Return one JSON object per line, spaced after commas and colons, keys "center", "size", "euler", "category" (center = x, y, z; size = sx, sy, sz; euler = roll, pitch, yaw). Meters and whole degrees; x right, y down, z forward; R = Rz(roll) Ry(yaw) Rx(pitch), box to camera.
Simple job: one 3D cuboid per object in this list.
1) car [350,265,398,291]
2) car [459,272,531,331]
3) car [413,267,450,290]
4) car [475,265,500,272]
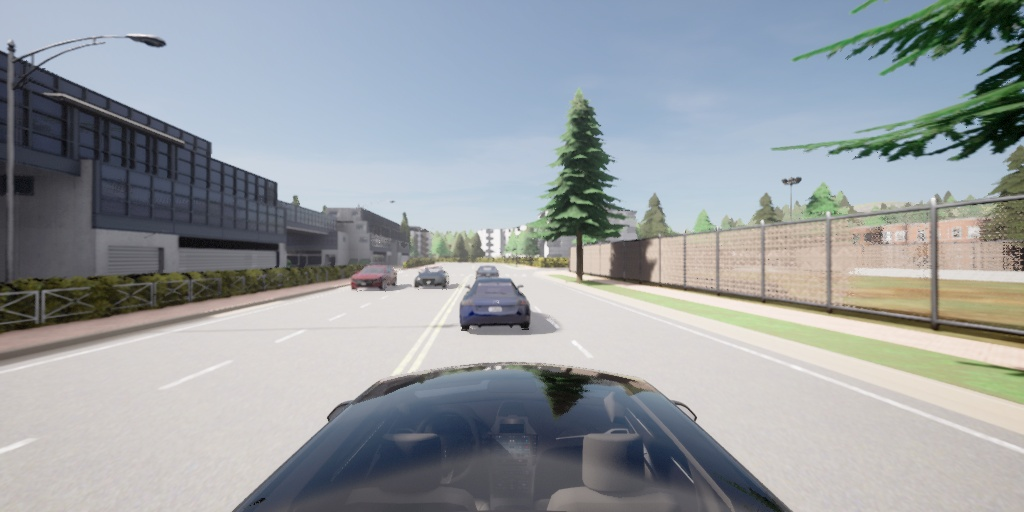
{"center": [-8.692, 1.341, 22.989], "size": [1.882, 1.535, 5.008], "euler": [0, 0, -5], "category": "car"}
{"center": [-0.558, 1.363, 11.331], "size": [1.994, 1.385, 4.181], "euler": [0, 0, -4], "category": "car"}
{"center": [-5.258, 1.430, 23.921], "size": [1.994, 1.385, 4.181], "euler": [0, 0, -5], "category": "car"}
{"center": [-1.912, 1.429, 27.927], "size": [2.033, 1.411, 5.357], "euler": [0, 0, -5], "category": "car"}
